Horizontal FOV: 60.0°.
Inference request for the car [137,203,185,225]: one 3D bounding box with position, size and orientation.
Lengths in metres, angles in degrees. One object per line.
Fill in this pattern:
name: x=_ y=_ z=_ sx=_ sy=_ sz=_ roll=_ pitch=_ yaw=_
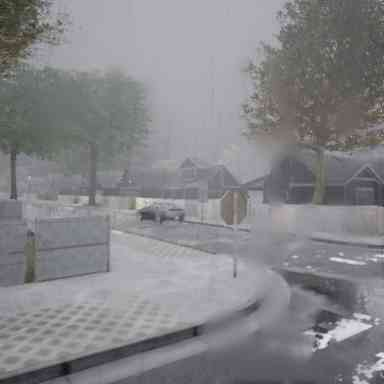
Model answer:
car: x=-2.402 y=1.544 z=24.455 sx=2.128 sy=1.511 sz=4.902 roll=1 pitch=0 yaw=-35
